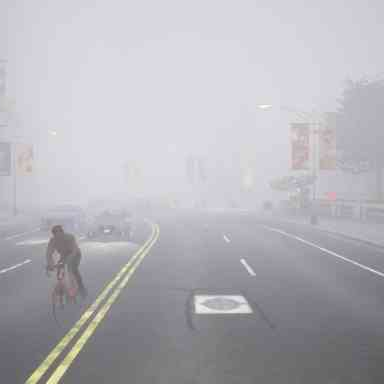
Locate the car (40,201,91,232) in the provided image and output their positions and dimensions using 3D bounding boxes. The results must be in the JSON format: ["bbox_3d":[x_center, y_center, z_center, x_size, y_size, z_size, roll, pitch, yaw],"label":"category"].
[{"bbox_3d":[-7.726,1.477,20.398,1.882,1.535,5.008,0,0,-9],"label":"car"}]

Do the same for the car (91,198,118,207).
[{"bbox_3d":[-12.241,1.505,44.094,4.892,1.490,1.837,0,0,44],"label":"car"}]

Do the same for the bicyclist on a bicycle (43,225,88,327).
[{"bbox_3d":[-2.235,1.402,5.924,0.582,1.620,1.656,-8,-1,-3],"label":"bicyclist on a bicycle"}]

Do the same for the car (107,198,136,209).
[{"bbox_3d":[-9.977,1.564,46.630,4.181,1.385,1.994,0,0,45],"label":"car"}]

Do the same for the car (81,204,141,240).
[{"bbox_3d":[-3.961,1.562,17.008,1.994,1.385,4.181,0,0,-3],"label":"car"}]

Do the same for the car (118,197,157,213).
[{"bbox_3d":[-6.016,1.352,36.064,2.097,1.767,4.553,0,0,-31],"label":"car"}]

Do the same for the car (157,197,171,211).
[{"bbox_3d":[-4.339,1.352,39.662,2.097,1.767,4.553,0,0,-32],"label":"car"}]
